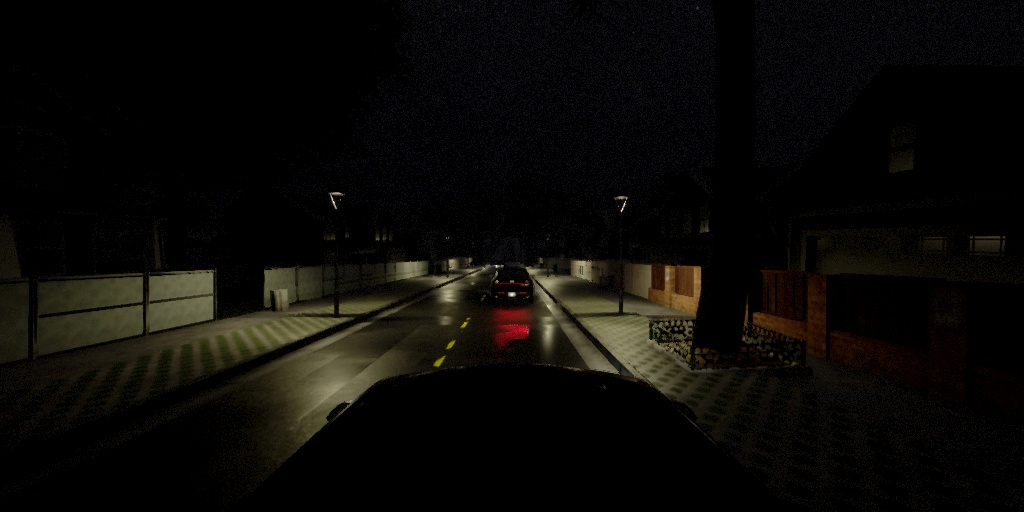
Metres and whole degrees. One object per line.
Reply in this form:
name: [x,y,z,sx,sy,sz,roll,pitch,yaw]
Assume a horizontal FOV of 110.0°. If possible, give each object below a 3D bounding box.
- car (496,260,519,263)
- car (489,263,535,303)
car: [0.001,1.260,31.518,2.128,1.511,4.902,0,0,0]
car: [0.001,1.262,16.500,1.837,1.490,4.892,0,0,0]
